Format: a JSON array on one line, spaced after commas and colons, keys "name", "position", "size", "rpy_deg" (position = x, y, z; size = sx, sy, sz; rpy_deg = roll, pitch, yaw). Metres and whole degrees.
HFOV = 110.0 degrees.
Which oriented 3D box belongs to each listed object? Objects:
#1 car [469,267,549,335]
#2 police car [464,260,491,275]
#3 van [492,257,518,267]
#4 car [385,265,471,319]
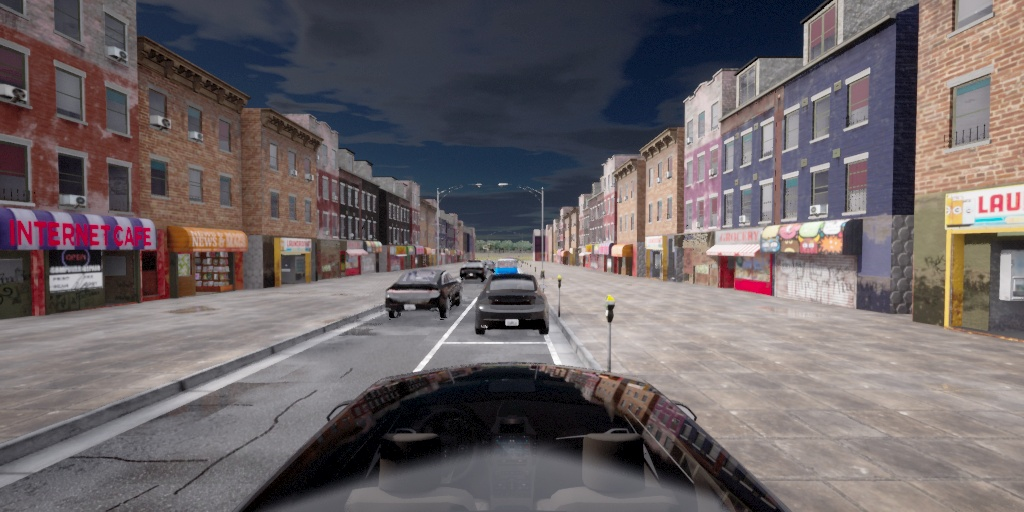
[{"name": "car", "position": [0.001, 1.250, 10.502], "size": [1.837, 1.490, 4.892], "rpy_deg": [0, 0, 0]}, {"name": "police car", "position": [-3.020, 1.165, 28.971], "size": [1.930, 1.638, 5.238], "rpy_deg": [0, 0, 0]}, {"name": "van", "position": [-0.382, 1.081, 27.392], "size": [1.690, 1.789, 3.998], "rpy_deg": [0, 0, 0]}, {"name": "car", "position": [-2.922, 1.237, 12.680], "size": [2.128, 1.511, 4.902], "rpy_deg": [0, 0, 0]}]
